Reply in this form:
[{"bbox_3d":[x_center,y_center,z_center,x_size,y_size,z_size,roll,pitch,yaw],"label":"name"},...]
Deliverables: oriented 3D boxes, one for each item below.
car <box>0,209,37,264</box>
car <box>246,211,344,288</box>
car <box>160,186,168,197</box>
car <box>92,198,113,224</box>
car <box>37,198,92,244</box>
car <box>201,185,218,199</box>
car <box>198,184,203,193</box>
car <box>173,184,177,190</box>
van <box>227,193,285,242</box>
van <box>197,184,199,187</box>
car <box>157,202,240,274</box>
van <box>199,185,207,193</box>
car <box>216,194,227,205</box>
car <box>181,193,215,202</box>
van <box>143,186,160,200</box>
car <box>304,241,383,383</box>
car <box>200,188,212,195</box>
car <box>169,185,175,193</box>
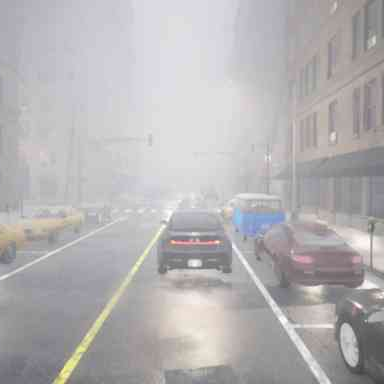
[{"bbox_3d":[-5.858,1.318,8.096,1.752,1.417,4.829,0,1,0],"label":"car"},{"bbox_3d":[2.668,1.368,8.286,1.802,1.307,4.206,0,1,0],"label":"car"},{"bbox_3d":[-5.880,-0.194,57.949,2.192,1.841,5.009,0,2,0],"label":"car"},{"bbox_3d":[-5.863,1.045,19.599,2.008,1.369,4.403,0,1,0],"label":"car"},{"bbox_3d":[-5.861,1.172,13.764,1.752,1.417,4.829,0,1,0],"label":"car"},{"bbox_3d":[2.650,0.224,46.804,1.967,1.590,4.097,0,2,0],"label":"car"},{"bbox_3d":[2.645,-0.197,57.967,2.192,1.841,5.009,0,2,0],"label":"car"},{"bbox_3d":[-5.895,-0.865,91.460,1.947,1.339,4.313,0,2,0],"label":"car"},{"bbox_3d":[2.665,0.981,13.948,1.690,1.788,3.998,0,1,0],"label":"van"},{"bbox_3d":[2.638,-0.625,74.718,1.690,1.788,3.998,0,2,0],"label":"van"},{"bbox_3d":[0.076,1.255,9.703,1.837,1.490,4.892,0,1,0],"label":"car"},{"bbox_3d":[2.636,-0.780,80.300,1.690,1.788,3.998,0,2,0],"label":"van"},{"bbox_3d":[2.662,1.013,19.790,1.752,1.417,4.829,0,1,0],"label":"car"},{"bbox_3d":[0.050,1.038,19.705,2.033,1.411,5.357,0,1,0],"label":"car"},{"bbox_3d":[-5.876,0.127,46.781,1.690,1.788,3.998,0,1,0],"label":"van"},{"bbox_3d":[2.670,1.481,2.617,2.008,1.369,4.403,0,1,0],"label":"car"},{"bbox_3d":[2.643,-0.095,63.557,1.947,1.339,4.313,0,2,0],"label":"car"},{"bbox_3d":[-5.890,-0.574,80.291,1.887,1.381,4.507,0,2,0],"label":"car"}]
